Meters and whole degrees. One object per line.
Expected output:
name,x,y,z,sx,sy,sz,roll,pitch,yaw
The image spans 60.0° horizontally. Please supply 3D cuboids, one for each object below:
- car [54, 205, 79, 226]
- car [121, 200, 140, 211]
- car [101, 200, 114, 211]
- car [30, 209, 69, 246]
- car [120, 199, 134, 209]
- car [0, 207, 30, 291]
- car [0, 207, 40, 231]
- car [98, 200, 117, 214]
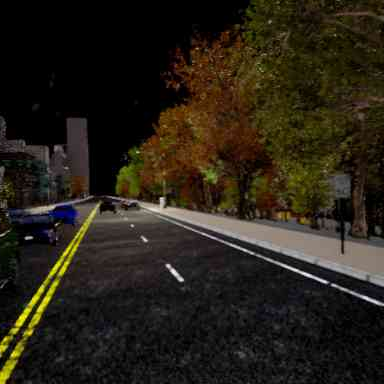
car,-10.043,1.786,26.152,1.882,1.535,5.008,-1,0,-14
car,-8.212,1.781,45.525,2.128,1.511,4.902,-1,0,-15
car,-12.737,1.943,49.944,1.812,1.442,4.674,-1,0,-15
car,-7.394,1.786,16.049,1.994,1.385,4.181,-2,0,-14
car,-10.767,1.937,55.272,1.994,1.385,4.181,-1,0,-15
car,-4.870,1.361,6.336,2.150,2.045,5.566,-1,0,-16
car,-13.084,1.935,24.942,2.033,1.411,5.357,-2,0,-14
car,-10.035,1.834,39.677,1.837,1.490,4.892,-1,0,-15
